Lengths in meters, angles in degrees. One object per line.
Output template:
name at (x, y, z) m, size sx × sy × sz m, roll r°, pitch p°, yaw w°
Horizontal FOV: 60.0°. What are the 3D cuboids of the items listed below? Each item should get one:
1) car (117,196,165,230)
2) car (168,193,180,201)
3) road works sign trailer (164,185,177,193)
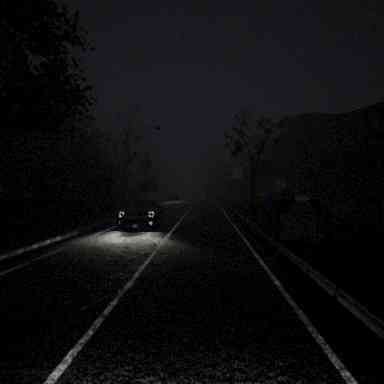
car at (-2.832, 1.129, 19.254) m, size 2.097 × 1.767 × 4.553 m, roll 0°, pitch 1°, yaw 2°
car at (-3.270, 0.851, 60.537) m, size 1.882 × 1.535 × 5.008 m, roll -1°, pitch 1°, yaw -7°
road works sign trailer at (-5.616, -0.642, 88.493) m, size 2.380 × 2.880 × 3.560 m, roll 9°, pitch 12°, yaw -32°
